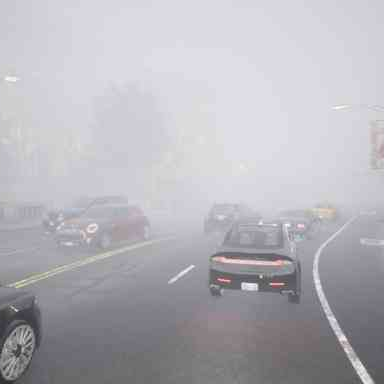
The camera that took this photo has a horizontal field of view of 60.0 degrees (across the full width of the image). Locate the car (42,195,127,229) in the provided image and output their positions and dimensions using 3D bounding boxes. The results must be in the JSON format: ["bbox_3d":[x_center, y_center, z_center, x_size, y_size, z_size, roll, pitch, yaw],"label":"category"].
[{"bbox_3d":[-5.644,1.223,18.806,2.150,2.045,5.566,0,0,27],"label":"car"}]

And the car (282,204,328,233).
[{"bbox_3d":[5.531,1.547,17.286,2.033,1.411,5.357,0,0,29],"label":"car"}]

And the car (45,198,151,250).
[{"bbox_3d":[-3.708,1.351,14.516,2.097,1.767,4.553,0,0,24],"label":"car"}]

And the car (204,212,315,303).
[{"bbox_3d":[1.680,1.491,8.327,2.128,1.511,4.902,0,0,15],"label":"car"}]

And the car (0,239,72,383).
[{"bbox_3d":[-3.059,1.491,2.537,2.128,1.511,4.902,0,0,5],"label":"car"}]

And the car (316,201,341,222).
[{"bbox_3d":[10.542,1.456,26.247,1.801,1.575,5.366,0,0,30],"label":"car"}]

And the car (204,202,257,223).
[{"bbox_3d":[2.425,1.351,18.629,2.097,1.767,4.553,0,0,27],"label":"car"}]
